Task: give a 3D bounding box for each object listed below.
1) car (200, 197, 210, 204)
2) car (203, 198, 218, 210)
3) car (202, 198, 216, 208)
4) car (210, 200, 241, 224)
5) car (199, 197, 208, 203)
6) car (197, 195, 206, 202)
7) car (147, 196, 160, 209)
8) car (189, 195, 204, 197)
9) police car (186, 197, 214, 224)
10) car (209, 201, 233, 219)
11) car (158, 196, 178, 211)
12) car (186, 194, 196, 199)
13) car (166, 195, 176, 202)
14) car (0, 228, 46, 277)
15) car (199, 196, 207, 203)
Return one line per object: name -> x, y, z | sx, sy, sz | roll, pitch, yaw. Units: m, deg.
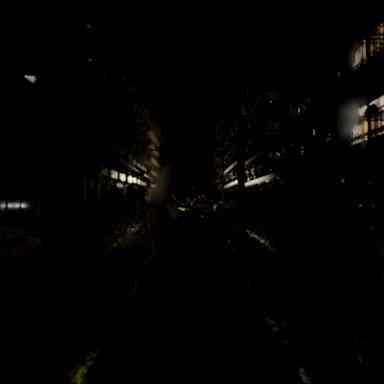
car -> 2.601, 1.749, 69.102 | 1.887, 1.381, 4.507 | 1, 0, 0
car -> 2.595, 1.659, 46.978 | 1.887, 1.381, 4.507 | 1, 0, 0
car -> 2.596, 1.685, 52.510 | 2.008, 1.369, 4.403 | 1, 0, 0
car -> 2.591, 1.590, 24.856 | 1.887, 1.381, 4.507 | 1, 0, 0
car -> 2.602, 1.777, 74.632 | 1.887, 1.381, 4.507 | 1, 0, 0
car -> 2.576, 1.637, 91.226 | 2.192, 1.841, 5.009 | 1, 0, 0
car -> -5.284, 1.639, 46.873 | 1.752, 1.417, 4.829 | 2, 0, 0
car -> 0.835, 1.551, 41.720 | 1.801, 1.575, 5.366 | 0, 0, 0
police car -> 0.716, 1.472, 25.632 | 1.930, 1.638, 5.238 | 0, 0, 0
car -> 2.593, 1.586, 30.558 | 1.752, 1.417, 4.829 | 1, 0, 0
car -> -2.831, 1.602, 42.324 | 1.837, 1.490, 4.892 | 0, 0, 0
car -> 0.015, 1.389, 61.277 | 2.150, 2.045, 5.566 | 0, 0, 0
car -> -5.271, 1.606, 85.757 | 2.192, 1.841, 5.009 | 1, 0, 0
car -> -5.291, 1.537, 8.166 | 1.752, 1.417, 4.829 | 2, 0, 0
car -> 2.613, 1.701, 80.164 | 1.967, 1.590, 4.097 | 1, 0, 0
